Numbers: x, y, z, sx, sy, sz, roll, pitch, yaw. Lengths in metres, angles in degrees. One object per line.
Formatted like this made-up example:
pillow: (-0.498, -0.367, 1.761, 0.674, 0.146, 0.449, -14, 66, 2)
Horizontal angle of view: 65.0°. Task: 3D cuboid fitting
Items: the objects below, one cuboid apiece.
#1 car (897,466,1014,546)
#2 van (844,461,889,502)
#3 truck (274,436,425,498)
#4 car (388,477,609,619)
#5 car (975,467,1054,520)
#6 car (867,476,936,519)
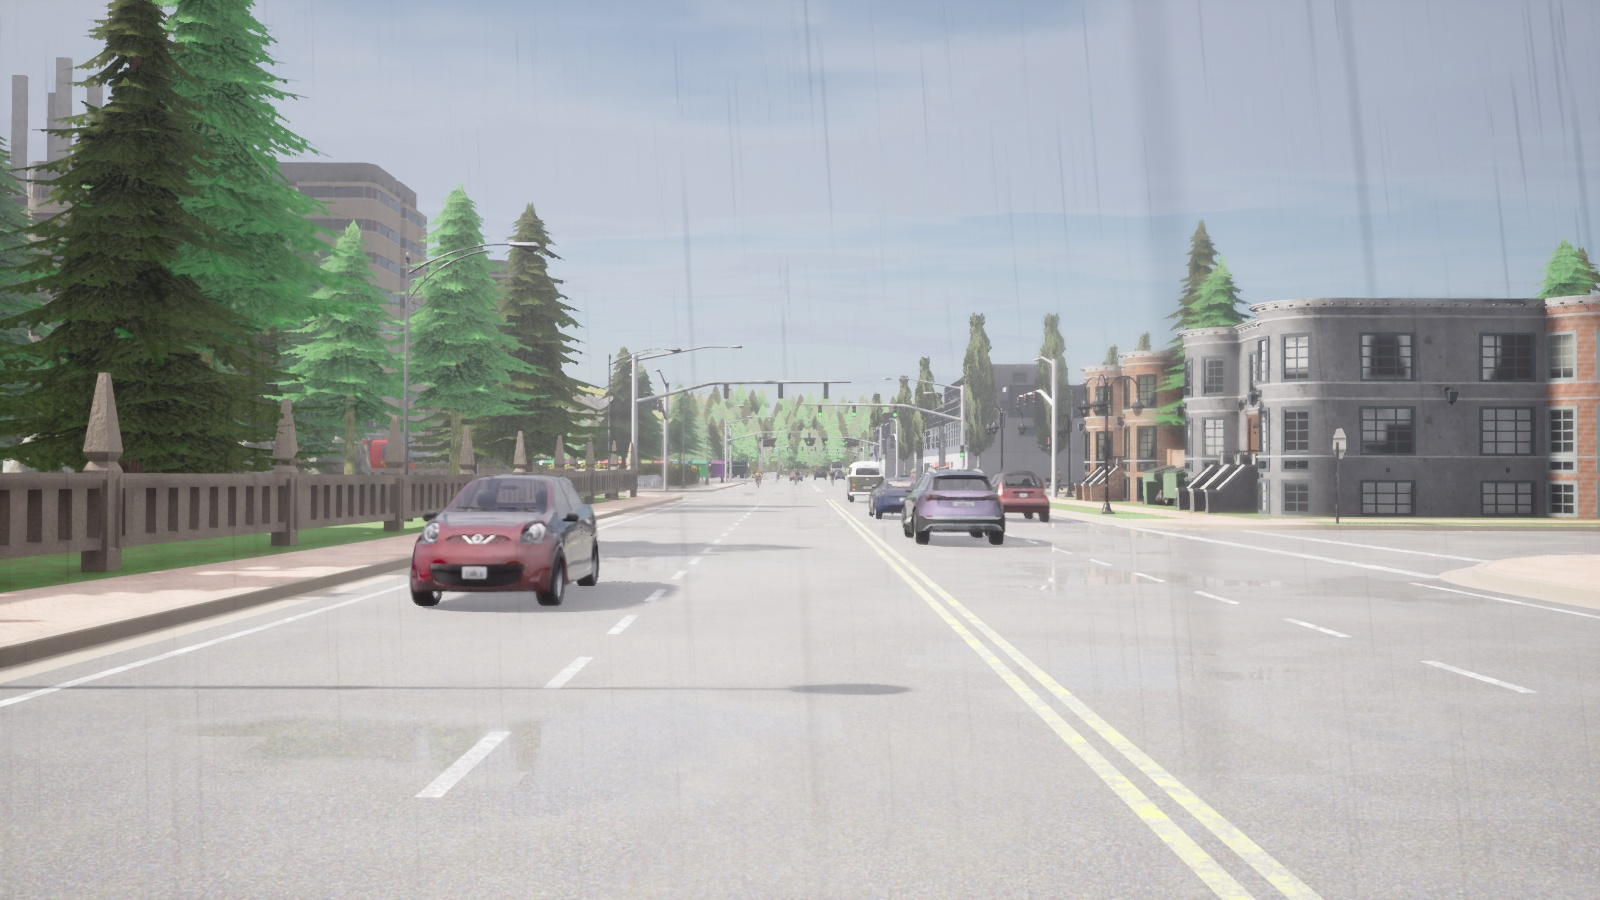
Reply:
car: (3.436, 1.211, 28.635, 2.033, 1.649, 4.856, 0, -1, 0)
van: (3.355, 1.604, 64.428, 2.069, 2.038, 4.480, 0, -1, 0)
truck: (-28.258, 1.087, 79.040, 8.468, 3.827, 2.891, 0, -1, 0)
car: (-3.534, 1.101, 15.403, 1.845, 1.501, 3.633, 0, -1, 0)
car: (6.908, 1.369, 40.792, 1.851, 1.617, 3.988, 0, -1, 0)
car: (3.405, 1.581, 42.767, 1.994, 1.385, 4.181, 0, -1, 0)
